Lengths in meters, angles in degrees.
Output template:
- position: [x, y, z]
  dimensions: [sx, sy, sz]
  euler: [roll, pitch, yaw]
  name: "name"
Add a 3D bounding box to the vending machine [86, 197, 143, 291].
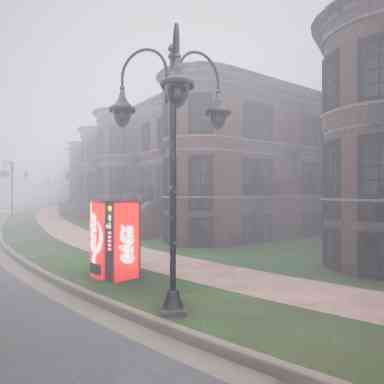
- position: [-1.923, 1.195, 8.276]
  dimensions: [1.100, 2.100, 0.880]
  euler: [0, 0, -44]
  name: "vending machine"
